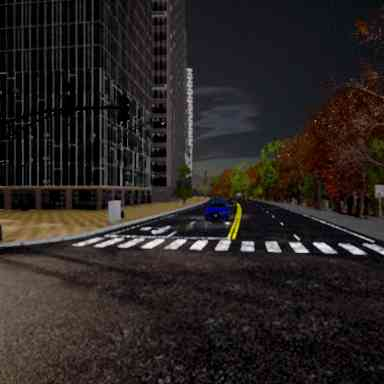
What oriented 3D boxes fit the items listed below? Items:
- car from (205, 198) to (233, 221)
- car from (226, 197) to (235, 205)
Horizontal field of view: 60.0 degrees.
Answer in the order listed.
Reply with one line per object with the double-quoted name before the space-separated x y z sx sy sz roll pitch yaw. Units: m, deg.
"car" 2.231 1.566 28.322 1.882 1.535 5.008 0 0 9
"car" 7.184 1.589 63.664 1.994 1.385 4.181 0 0 7
